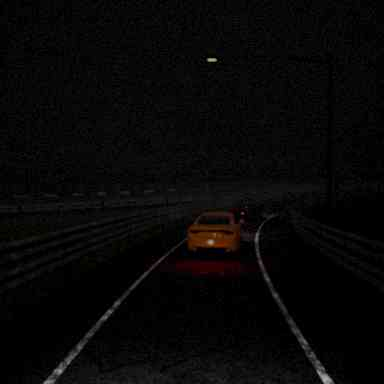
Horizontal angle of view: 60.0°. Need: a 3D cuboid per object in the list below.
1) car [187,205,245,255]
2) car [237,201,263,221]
[{"bbox_3d":[1.088,1.558,13.831,1.882,1.535,5.008,0,0,10],"label":"car"},{"bbox_3d":[4.763,1.463,27.991,1.882,1.535,5.008,0,1,21],"label":"car"}]
